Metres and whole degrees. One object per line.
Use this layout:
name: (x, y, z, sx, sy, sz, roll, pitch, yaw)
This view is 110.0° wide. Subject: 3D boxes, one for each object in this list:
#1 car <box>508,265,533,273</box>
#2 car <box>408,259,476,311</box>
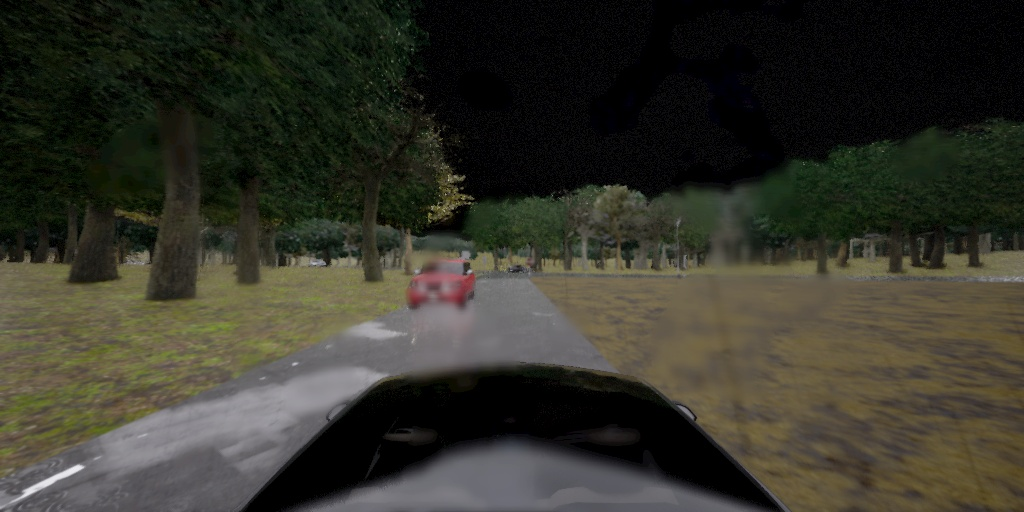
car: (1.521, 2.354, 63.575, 4.892, 1.490, 1.837, 0, -1, 35)
car: (-2.849, 1.141, 15.790, 2.150, 2.045, 5.566, 0, -1, 0)
